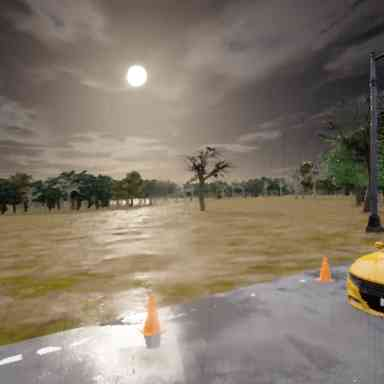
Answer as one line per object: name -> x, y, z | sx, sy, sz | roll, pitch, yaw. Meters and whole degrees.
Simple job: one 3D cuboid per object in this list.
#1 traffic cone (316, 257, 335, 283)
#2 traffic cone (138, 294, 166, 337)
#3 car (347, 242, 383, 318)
traffic cone -> 3.342, 1.920, 8.326 | 0.340, 0.580, 0.340 | 0, 0, -37
traffic cone -> -0.651, 1.949, 5.378 | 0.340, 0.580, 0.340 | 0, 0, -36
car -> 5.036, 1.437, 6.635 | 5.008, 1.535, 1.882 | 0, 0, -37
